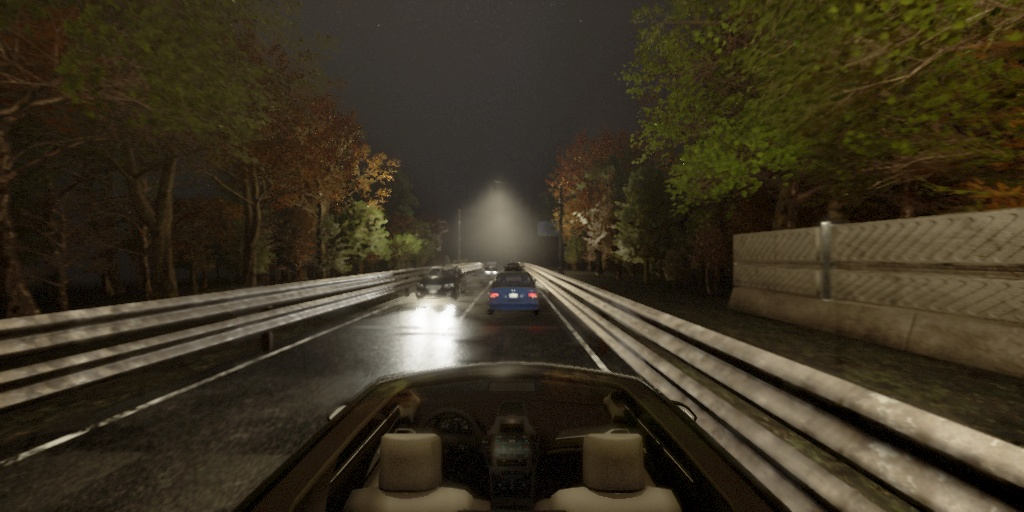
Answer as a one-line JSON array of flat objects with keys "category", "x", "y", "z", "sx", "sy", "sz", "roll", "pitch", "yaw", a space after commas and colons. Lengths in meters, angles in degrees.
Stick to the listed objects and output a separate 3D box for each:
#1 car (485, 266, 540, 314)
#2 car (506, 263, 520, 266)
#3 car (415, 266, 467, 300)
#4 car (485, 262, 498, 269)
[{"category": "car", "x": 0.063, "y": 1.296, "z": 13.806, "sx": 2.033, "sy": 1.411, "sz": 5.357, "roll": 0, "pitch": 0, "yaw": 0}, {"category": "car", "x": 0.094, "y": 1.410, "z": 36.537, "sx": 1.837, "sy": 1.490, "sz": 4.892, "roll": 0, "pitch": -1, "yaw": 0}, {"category": "car", "x": -3.347, "y": 1.252, "z": 17.674, "sx": 2.128, "sy": 1.511, "sz": 4.902, "roll": 0, "pitch": 0, "yaw": 0}, {"category": "car", "x": -3.308, "y": 1.668, "z": 58.805, "sx": 2.128, "sy": 1.511, "sz": 4.902, "roll": 0, "pitch": -1, "yaw": 0}]
